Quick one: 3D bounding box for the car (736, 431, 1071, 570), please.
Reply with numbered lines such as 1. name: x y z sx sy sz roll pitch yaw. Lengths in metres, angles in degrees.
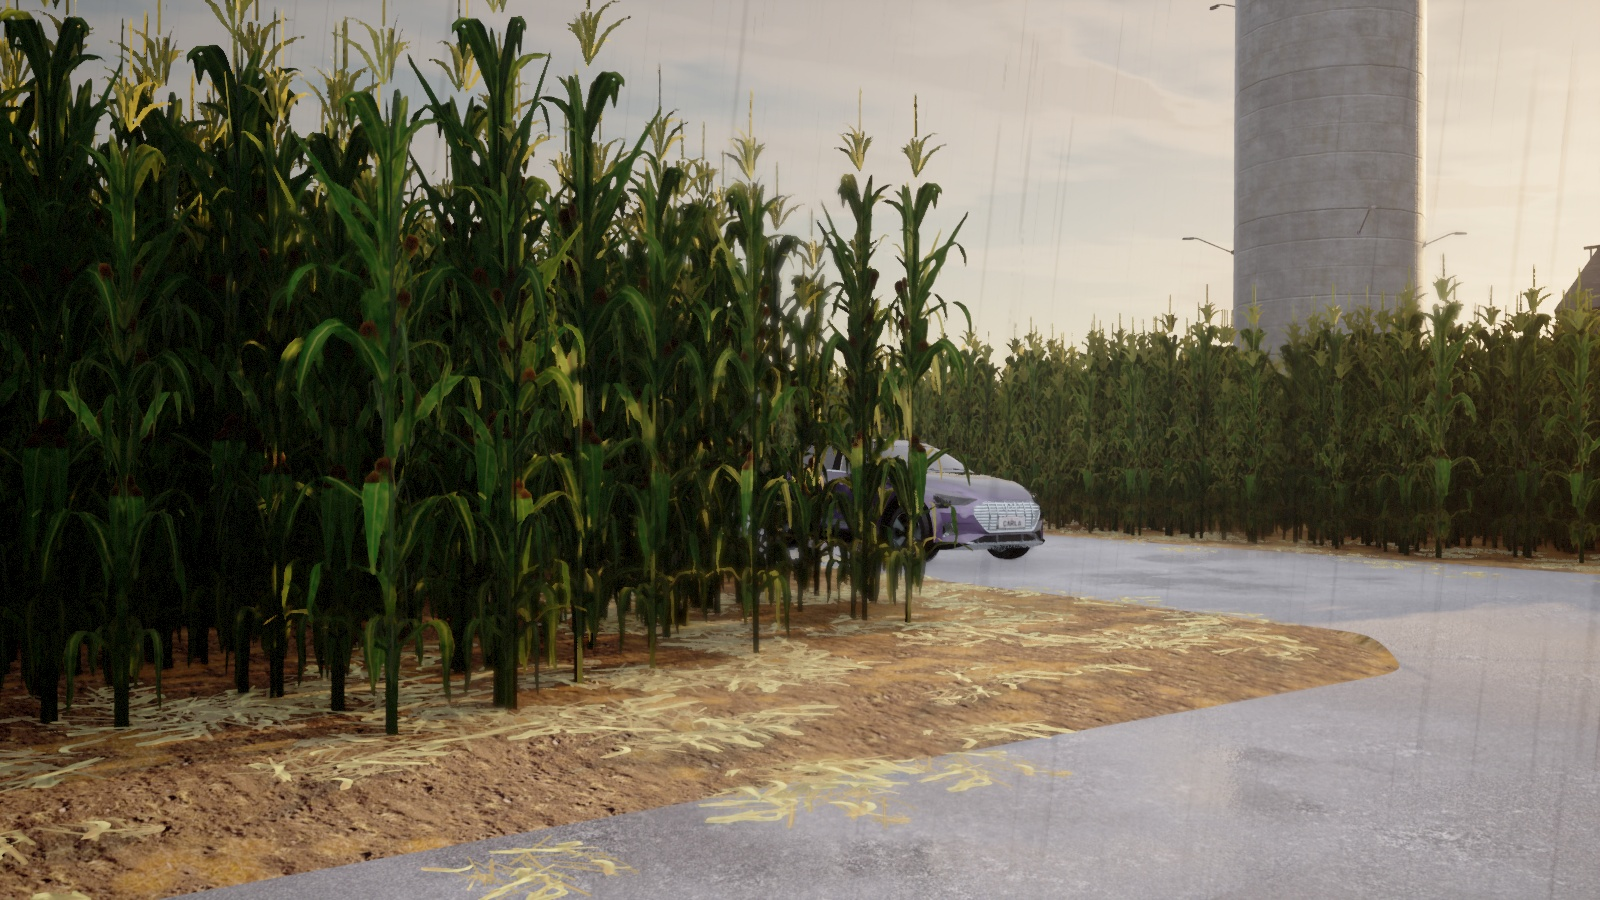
1. car: 1.250 0.616 17.510 2.033 1.649 4.856 0 -1 -35
